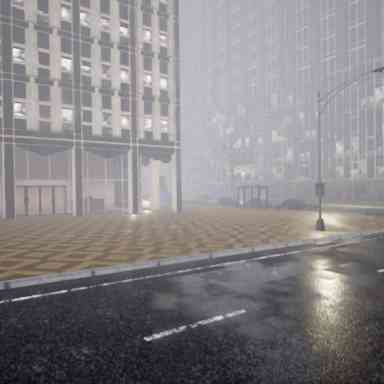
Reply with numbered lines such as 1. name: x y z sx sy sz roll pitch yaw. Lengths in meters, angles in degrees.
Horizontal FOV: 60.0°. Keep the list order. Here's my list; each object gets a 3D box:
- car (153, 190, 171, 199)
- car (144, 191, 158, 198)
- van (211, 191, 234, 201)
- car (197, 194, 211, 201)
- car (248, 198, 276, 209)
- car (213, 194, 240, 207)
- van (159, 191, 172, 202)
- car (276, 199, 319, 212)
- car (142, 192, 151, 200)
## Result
1. car: -7.056 0.569 78.196 2.192 1.841 5.009 -1 1 -34
2. car: -10.274 0.640 82.882 1.967 1.590 4.097 -1 1 -34
3. van: 5.817 0.810 59.457 1.690 1.788 3.998 -1 1 -34
4. car: 2.599 0.998 64.145 1.802 1.307 4.206 -1 1 -34
5. car: 8.471 1.353 40.602 1.802 1.307 4.206 -1 1 -34
6. car: 5.301 1.284 45.319 1.947 1.339 4.313 -1 1 -34
7. van: -4.308 0.901 59.399 1.690 1.788 3.998 -1 1 -34
8. car: 11.675 1.389 35.905 1.947 1.339 4.313 -1 1 -34
9. car: -10.745 1.004 68.771 2.008 1.369 4.403 -1 1 -34
